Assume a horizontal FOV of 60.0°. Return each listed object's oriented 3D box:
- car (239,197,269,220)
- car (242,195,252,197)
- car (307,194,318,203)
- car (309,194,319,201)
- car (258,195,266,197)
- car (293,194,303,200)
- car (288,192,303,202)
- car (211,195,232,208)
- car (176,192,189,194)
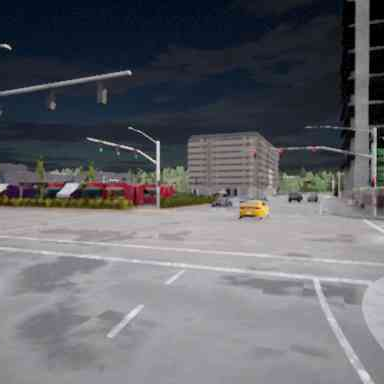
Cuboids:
[{"bbox_3d":[5.360,1.459,28.410,1.882,1.535,5.008,0,0,21],"label":"car"},{"bbox_3d":[9.715,1.367,58.973,1.837,1.490,4.892,0,0,22],"label":"car"},{"bbox_3d":[24.686,1.390,68.180,2.128,1.511,4.902,0,0,22],"label":"car"},{"bbox_3d":[28.451,1.225,77.737,2.033,1.411,5.357,0,0,22],"label":"car"},{"bbox_3d":[15.310,1.357,73.028,2.128,1.511,4.902,0,0,22],"label":"car"},{"bbox_3d":[25.195,1.226,79.021,1.994,1.385,4.181,0,0,22],"label":"car"},{"bbox_3d":[21.291,1.079,69.109,2.150,2.045,5.566,0,0,22],"label":"car"},{"bbox_3d":[4.044,1.452,44.667,1.994,1.385,4.181,0,0,22],"label":"car"},{"bbox_3d":[-3.990,0.972,83.463,4.605,1.855,1.932,0,0,22],"label":"car"}]
